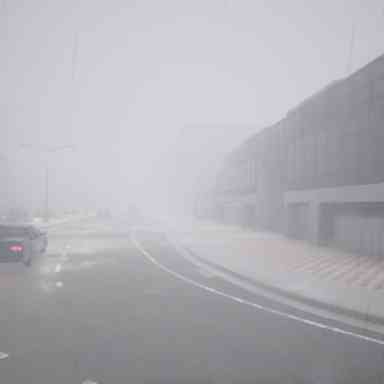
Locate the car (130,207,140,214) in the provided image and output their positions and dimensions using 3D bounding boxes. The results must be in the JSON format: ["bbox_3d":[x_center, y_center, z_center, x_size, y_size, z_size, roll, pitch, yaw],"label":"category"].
[{"bbox_3d":[-12.824,4.170,75.008,1.994,1.385,4.181,1,-2,-7],"label":"car"}]

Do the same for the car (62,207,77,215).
[{"bbox_3d":[-22.731,3.463,61.993,1.812,1.442,4.674,1,-2,-7],"label":"car"}]

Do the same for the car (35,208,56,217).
[{"bbox_3d":[-20.874,2.980,47.287,1.994,1.385,4.181,1,-2,-6],"label":"car"}]

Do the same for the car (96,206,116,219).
[{"bbox_3d":[-12.799,3.112,48.594,2.128,1.511,4.902,1,-2,-7],"label":"car"}]

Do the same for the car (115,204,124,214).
[{"bbox_3d":[-16.242,3.747,74.220,2.150,2.045,5.566,1,-2,-7],"label":"car"}]

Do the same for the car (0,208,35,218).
[{"bbox_3d":[-19.462,2.522,36.343,2.128,1.511,4.902,1,-2,-7],"label":"car"}]

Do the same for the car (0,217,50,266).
[{"bbox_3d":[-6.929,1.933,12.947,2.033,1.411,5.357,2,-2,-16],"label":"car"}]

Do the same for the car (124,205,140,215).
[{"bbox_3d":[-11.461,3.475,64.708,2.150,2.045,5.566,1,-2,-7],"label":"car"}]
